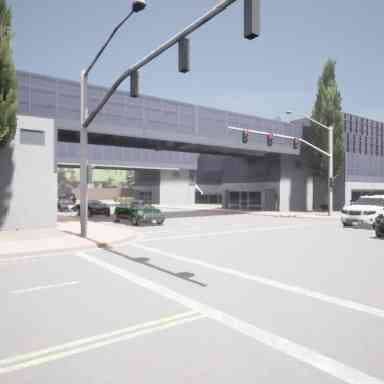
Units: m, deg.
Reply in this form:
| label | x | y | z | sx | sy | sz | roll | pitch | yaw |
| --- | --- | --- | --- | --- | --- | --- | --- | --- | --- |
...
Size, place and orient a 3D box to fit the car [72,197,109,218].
| label | x | y | z | sx | sy | sz | roll | pitch | yaw |
| --- | --- | --- | --- | --- | --- | --- | --- | --- | --- |
| car | -9.245 | 1.478 | 31.020 | 1.882 | 1.535 | 5.008 | 0 | 0 | -36 |

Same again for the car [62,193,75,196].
| label | x | y | z | sx | sy | sz | roll | pitch | yaw |
| --- | --- | --- | --- | --- | --- | --- | --- | --- | --- |
| car | -23.692 | 1.221 | 63.071 | 2.150 | 2.045 | 5.566 | 0 | 0 | -36 |

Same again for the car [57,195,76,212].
| label | x | y | z | sx | sy | sz | roll | pitch | yaw |
| --- | --- | --- | --- | --- | --- | --- | --- | --- | --- |
| car | -14.826 | 1.492 | 38.692 | 2.128 | 1.511 | 4.902 | 0 | 0 | -36 |

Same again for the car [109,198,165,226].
| label | x | y | z | sx | sy | sz | roll | pitch | yaw |
| --- | --- | --- | --- | --- | --- | --- | --- | --- | --- |
| car | -3.795 | 1.352 | 23.535 | 2.097 | 1.767 | 4.553 | 0 | 0 | -36 |

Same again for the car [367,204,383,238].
| label | x | y | z | sx | sy | sz | roll | pitch | yaw |
| --- | --- | --- | --- | --- | --- | --- | --- | --- | --- |
| car | 10.962 | 1.477 | 16.504 | 5.008 | 1.535 | 1.882 | 0 | 0 | -37 |

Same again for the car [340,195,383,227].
| label | x | y | z | sx | sy | sz | roll | pitch | yaw |
| --- | --- | --- | --- | --- | --- | --- | --- | --- | --- |
| car | 11.915 | 1.218 | 21.588 | 5.566 | 2.045 | 2.150 | -1 | 0 | -37 |
